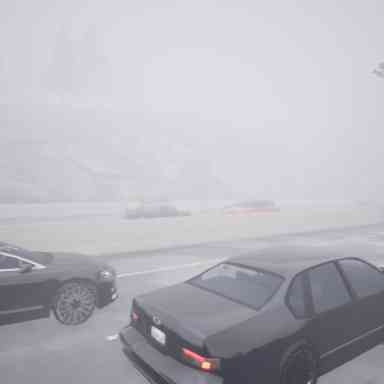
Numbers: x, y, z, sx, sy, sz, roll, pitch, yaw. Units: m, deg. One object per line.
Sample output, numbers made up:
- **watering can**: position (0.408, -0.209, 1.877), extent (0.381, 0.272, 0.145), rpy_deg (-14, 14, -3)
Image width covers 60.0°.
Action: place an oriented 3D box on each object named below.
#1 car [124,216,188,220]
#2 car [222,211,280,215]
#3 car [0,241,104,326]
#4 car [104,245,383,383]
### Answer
- **car**: position (-2.530, 1.603, 23.677), extent (4.718, 1.301, 1.895), rpy_deg (0, 0, -35)
- **car**: position (4.342, 1.355, 24.275), extent (4.553, 1.767, 2.097), rpy_deg (0, 0, -35)
- **car**: position (-3.666, 1.492, 5.429), extent (4.902, 1.511, 2.128), rpy_deg (0, 0, -35)
- **car**: position (1.688, 1.548, 4.947), extent (5.357, 1.411, 2.033), rpy_deg (0, 0, -35)
